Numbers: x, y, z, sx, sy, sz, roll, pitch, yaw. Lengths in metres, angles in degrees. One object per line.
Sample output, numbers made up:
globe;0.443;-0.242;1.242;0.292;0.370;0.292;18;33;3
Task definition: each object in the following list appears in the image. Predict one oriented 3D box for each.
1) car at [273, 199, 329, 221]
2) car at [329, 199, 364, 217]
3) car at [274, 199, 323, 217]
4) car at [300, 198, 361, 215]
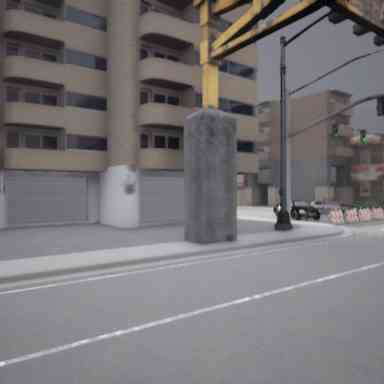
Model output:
car;8.329;1.362;26.397;2.038;1.542;4.974;0;0;-10
car;11.913;1.345;28.532;4.974;1.542;2.038;0;0;35
car;8.319;1.204;26.448;1.853;1.218;4.536;0;0;-10
car;11.870;1.187;28.561;4.536;1.218;1.853;0;0;35
